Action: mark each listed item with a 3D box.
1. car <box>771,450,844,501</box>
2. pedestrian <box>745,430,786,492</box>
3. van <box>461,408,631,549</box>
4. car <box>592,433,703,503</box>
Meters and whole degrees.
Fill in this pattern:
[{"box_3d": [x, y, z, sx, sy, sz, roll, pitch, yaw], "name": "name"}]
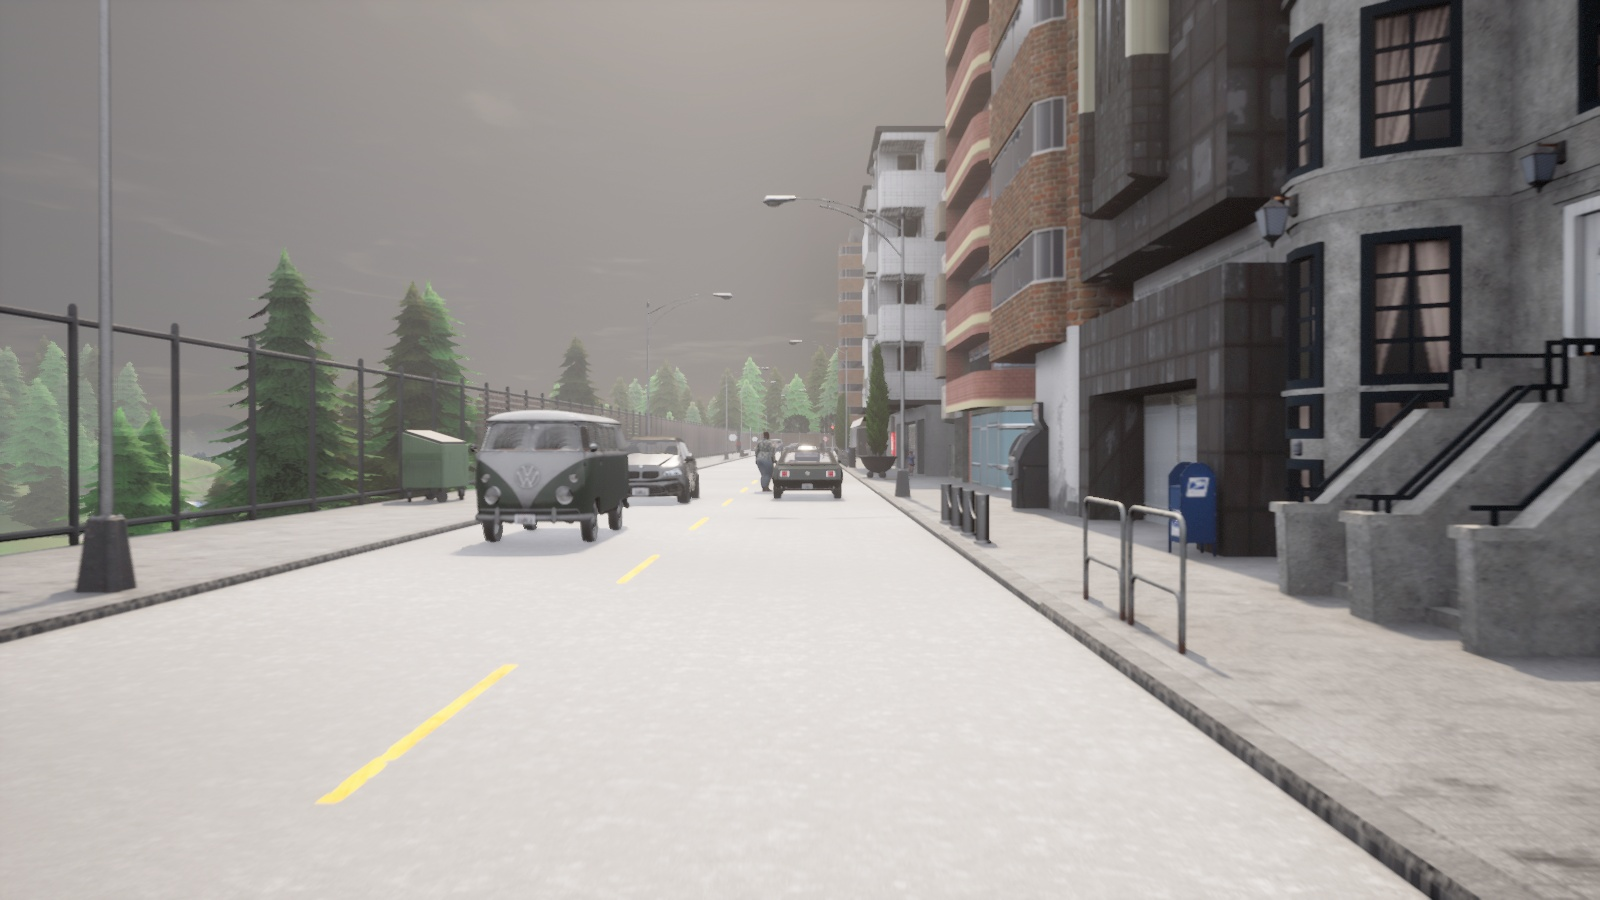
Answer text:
[{"box_3d": [0.208, 0.651, 34.780, 1.895, 1.301, 4.718, 0, 0, 0], "name": "car"}, {"box_3d": [-1.038, 0.328, 37.887, 0.874, 1.855, 0.900, 0, 0, 45], "name": "pedestrian"}, {"box_3d": [-3.872, 0.384, 19.893, 1.775, 1.987, 4.442, 0, 0, 0], "name": "van"}, {"box_3d": [-3.804, 0.407, 32.151, 2.242, 1.667, 4.611, 0, 0, 0], "name": "car"}]
